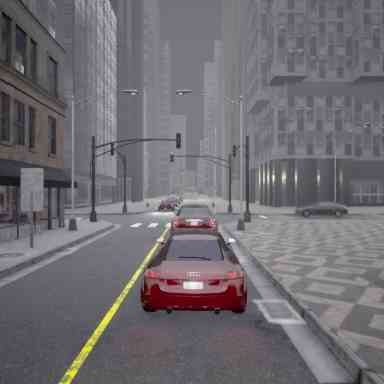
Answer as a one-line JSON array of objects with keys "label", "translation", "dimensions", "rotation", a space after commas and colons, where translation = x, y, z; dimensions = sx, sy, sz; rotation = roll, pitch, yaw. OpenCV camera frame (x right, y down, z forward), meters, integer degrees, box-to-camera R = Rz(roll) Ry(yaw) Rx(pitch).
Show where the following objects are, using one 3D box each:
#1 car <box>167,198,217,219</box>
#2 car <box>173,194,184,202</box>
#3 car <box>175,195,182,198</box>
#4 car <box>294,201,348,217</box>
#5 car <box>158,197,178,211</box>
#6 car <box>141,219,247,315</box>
[{"label": "car", "translation": [0.150, 1.356, 16.307], "dimensions": [2.097, 1.767, 4.553], "rotation": [0, 0, 2]}, {"label": "car", "translation": [-3.005, 1.409, 75.133], "dimensions": [2.097, 1.767, 4.553], "rotation": [0, 0, 0]}, {"label": "car", "translation": [-3.096, 1.582, 51.636], "dimensions": [2.033, 1.411, 5.357], "rotation": [0, 0, 0]}, {"label": "car", "translation": [11.740, 1.543, 30.358], "dimensions": [4.674, 1.442, 1.812], "rotation": [0, 0, 1]}, {"label": "car", "translation": [-3.098, 1.624, 41.313], "dimensions": [1.895, 1.301, 4.718], "rotation": [0, 0, 0]}, {"label": "car", "translation": [0.083, 1.565, 7.686], "dimensions": [1.994, 1.385, 4.181], "rotation": [0, 0, 2]}]
